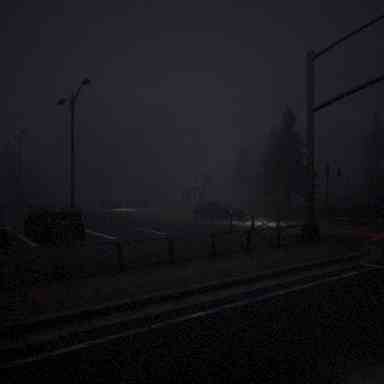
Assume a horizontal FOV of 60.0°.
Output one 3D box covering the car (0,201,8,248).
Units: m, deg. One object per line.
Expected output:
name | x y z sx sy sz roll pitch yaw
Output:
car | -8.895 1.331 13.418 2.152 1.636 5.027 0 0 -36

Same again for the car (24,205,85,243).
car | -6.383 1.340 15.298 2.007 1.523 4.514 0 0 -36

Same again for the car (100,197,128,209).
car | -11.060 1.507 45.535 1.837 1.490 4.892 0 -1 -36

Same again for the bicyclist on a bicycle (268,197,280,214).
bicyclist on a bicycle | 7.949 1.301 32.232 1.656 1.620 0.582 0 0 -36

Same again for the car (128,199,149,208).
car | -7.968 1.601 47.316 1.895 1.301 4.718 0 0 -36

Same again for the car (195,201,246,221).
car | 2.267 1.478 27.332 1.882 1.535 5.008 0 0 -36
